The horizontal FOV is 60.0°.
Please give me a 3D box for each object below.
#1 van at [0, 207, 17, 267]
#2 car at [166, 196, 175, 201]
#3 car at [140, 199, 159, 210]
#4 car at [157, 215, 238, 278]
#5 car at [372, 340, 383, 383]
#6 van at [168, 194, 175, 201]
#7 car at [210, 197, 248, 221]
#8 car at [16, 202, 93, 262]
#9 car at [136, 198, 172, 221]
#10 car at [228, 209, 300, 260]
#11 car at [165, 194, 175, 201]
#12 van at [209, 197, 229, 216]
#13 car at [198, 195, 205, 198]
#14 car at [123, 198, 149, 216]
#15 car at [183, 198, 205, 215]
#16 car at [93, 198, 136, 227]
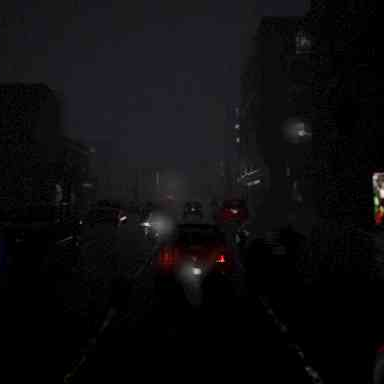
[{"bbox_3d":[-5.672,1.355,7.030,1.690,1.788,3.998,1,0,0],"label":"van"},{"bbox_3d":[-5.674,1.700,88.518,1.887,1.381,4.507,1,0,0],"label":"car"},{"bbox_3d":[-5.675,1.632,44.880,2.008,1.369,4.403,1,0,0],"label":"car"},{"bbox_3d":[0.083,1.620,10.203,1.895,1.301,4.718,0,0,0],"label":"car"},{"bbox_3d":[2.706,1.444,1.616,1.967,1.590,4.097,1,0,0],"label":"car"},{"bbox_3d":[-5.669,1.506,94.206,1.690,1.788,3.998,1,0,0],"label":"van"},{"bbox_3d":[2.709,1.358,23.244,2.192,1.841,5.009,1,0,0],"label":"car"},{"bbox_3d":[-5.671,1.339,12.438,2.192,1.841,5.009,1,0,0],"label":"car"},{"bbox_3d":[-3.097,1.543,28.011,2.128,1.511,4.902,0,0,0],"label":"car"},{"bbox_3d":[2.704,1.574,12.430,2.008,1.369,4.403,1,0,0],"label":"car"},{"bbox_3d":[-5.750,1.690,82.836,1.887,1.381,4.507,1,0,0],"label":"car"},{"bbox_3d":[2.709,1.403,34.059,1.690,1.788,3.998,1,0,0],"label":"van"},{"bbox_3d":[2.709,1.605,94.266,1.967,1.590,4.097,1,0,0],"label":"car"},{"bbox_3d":[-5.673,1.502,34.067,1.967,1.590,4.097,1,0,0],"label":"car"},{"bbox_3d":[0.098,1.605,31.791,2.033,1.411,5.357,0,0,0],"label":"car"},{"bbox_3d":[-5.671,1.358,23.252,2.192,1.841,5.009,1,0,0],"label":"car"}]
